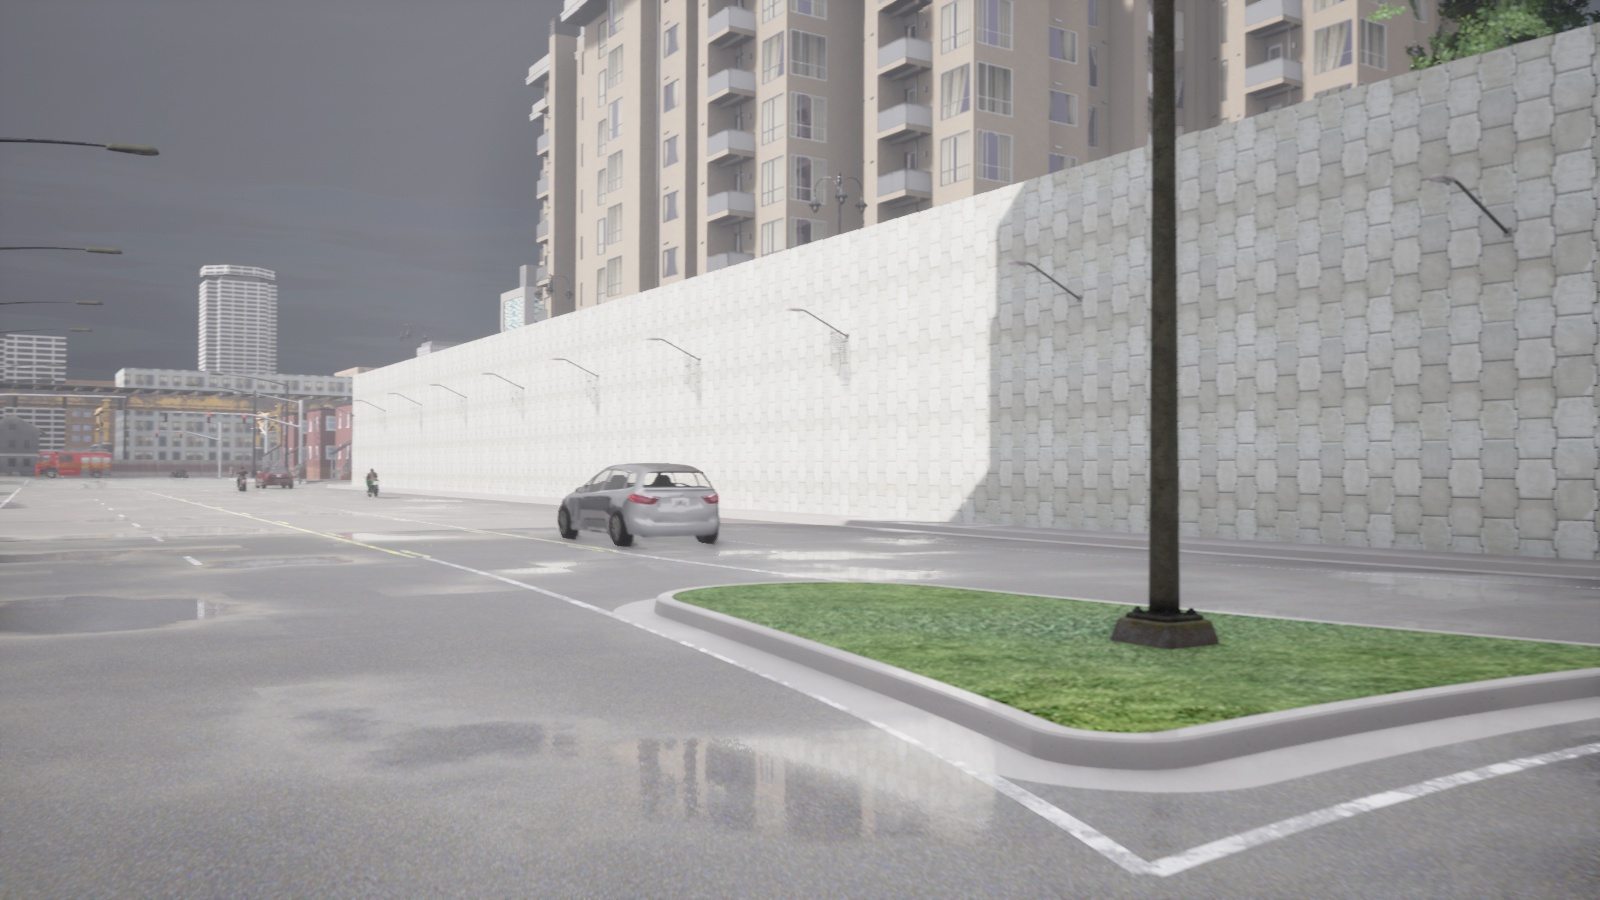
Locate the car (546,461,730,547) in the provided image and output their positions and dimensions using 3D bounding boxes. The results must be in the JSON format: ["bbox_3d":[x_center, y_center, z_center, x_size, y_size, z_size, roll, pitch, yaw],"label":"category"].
[{"bbox_3d":[-3.573,1.080,26.932,2.242,1.667,4.611,0,-1,-31],"label":"car"}]

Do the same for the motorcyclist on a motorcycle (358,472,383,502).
[{"bbox_3d":[-21.921,1.863,64.051,0.797,1.523,2.044,0,-1,-31],"label":"motorcyclist on a motorcycle"}]
